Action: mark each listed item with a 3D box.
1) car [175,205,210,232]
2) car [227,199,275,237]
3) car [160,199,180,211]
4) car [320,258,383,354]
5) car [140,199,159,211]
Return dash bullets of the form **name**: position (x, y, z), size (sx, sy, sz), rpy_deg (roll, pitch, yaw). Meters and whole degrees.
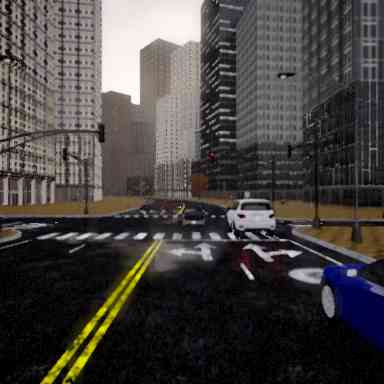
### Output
- **car**: position (0.110, 1.813, 21.865), size (1.994, 1.385, 4.181), rpy_deg (0, -1, 0)
- **car**: position (3.359, 1.438, 19.778), size (2.150, 2.045, 5.566), rpy_deg (0, -1, 0)
- **car**: position (-3.298, 1.981, 50.386), size (1.882, 1.535, 5.008), rpy_deg (0, -1, 0)
- **car**: position (3.350, 1.526, 4.360), size (1.882, 1.535, 5.008), rpy_deg (0, -2, 0)
- **car**: position (-6.549, 2.069, 50.462), size (1.994, 1.385, 4.181), rpy_deg (0, -1, 0)
